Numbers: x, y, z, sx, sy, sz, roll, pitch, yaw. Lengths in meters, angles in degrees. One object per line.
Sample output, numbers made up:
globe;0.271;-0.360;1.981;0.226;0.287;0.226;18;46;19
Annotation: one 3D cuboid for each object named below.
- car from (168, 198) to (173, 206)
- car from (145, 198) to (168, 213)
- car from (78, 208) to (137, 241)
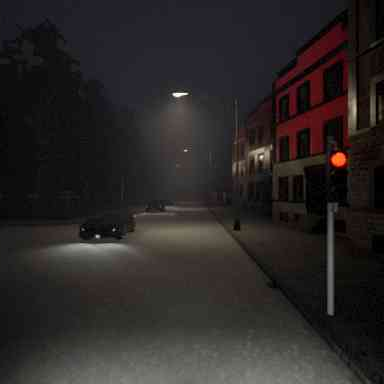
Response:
car;-4.029;1.581;53.278;1.895;1.301;4.718;0;0;0
car;-4.052;1.511;37.016;1.812;1.442;4.674;0;0;0
car;-4.081;1.541;17.041;2.033;1.411;5.357;0;0;0
